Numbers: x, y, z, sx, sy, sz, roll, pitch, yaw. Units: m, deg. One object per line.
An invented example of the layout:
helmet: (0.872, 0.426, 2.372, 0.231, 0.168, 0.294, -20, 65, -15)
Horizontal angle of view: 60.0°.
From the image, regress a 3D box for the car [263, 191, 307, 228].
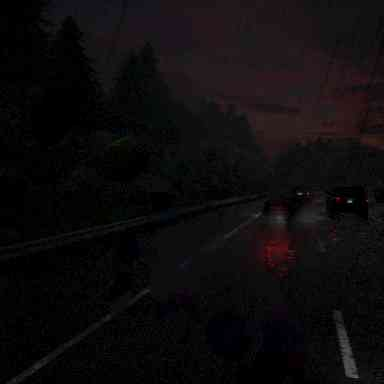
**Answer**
car: (4.861, 0.919, 17.453, 1.837, 1.490, 4.892, 2, 2, 19)

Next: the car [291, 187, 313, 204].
car: (11.519, 0.223, 34.990, 2.097, 1.767, 4.553, 2, 2, 22)

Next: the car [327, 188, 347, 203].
car: (16.902, 0.370, 38.802, 2.033, 1.411, 5.357, 2, 2, 24)

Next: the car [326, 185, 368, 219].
car: (10.188, 0.560, 22.018, 2.150, 2.045, 5.566, 2, 3, 20)
